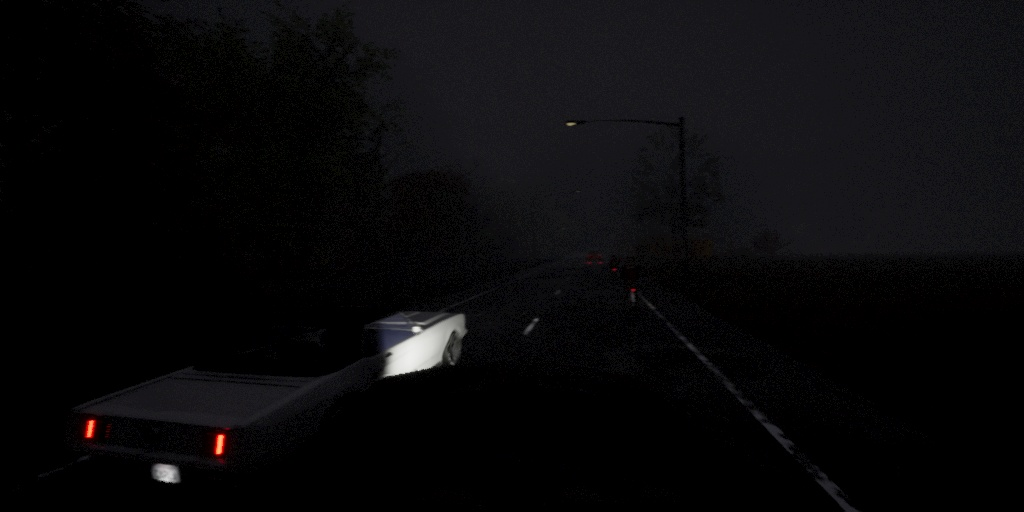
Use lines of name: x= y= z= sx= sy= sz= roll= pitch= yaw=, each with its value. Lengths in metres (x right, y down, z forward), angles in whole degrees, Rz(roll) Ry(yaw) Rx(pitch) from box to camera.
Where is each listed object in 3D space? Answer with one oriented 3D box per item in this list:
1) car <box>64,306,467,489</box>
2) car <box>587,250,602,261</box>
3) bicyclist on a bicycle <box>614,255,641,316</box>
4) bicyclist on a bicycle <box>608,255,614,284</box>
car: x=-2.217 y=1.354 z=4.960 sx=1.895 sy=1.301 sz=4.718 roll=-1 pitch=1 yaw=13
car: x=12.781 y=-0.156 z=55.545 sx=2.097 sy=1.767 sz=4.553 roll=-1 pitch=1 yaw=13
bicyclist on a bicycle: x=3.592 y=0.868 z=10.897 sx=0.659 sy=1.776 sz=1.843 roll=-1 pitch=1 yaw=13
bicyclist on a bicycle: x=5.528 y=0.752 z=19.460 sx=0.582 sy=1.620 sz=1.656 roll=-1 pitch=1 yaw=13
